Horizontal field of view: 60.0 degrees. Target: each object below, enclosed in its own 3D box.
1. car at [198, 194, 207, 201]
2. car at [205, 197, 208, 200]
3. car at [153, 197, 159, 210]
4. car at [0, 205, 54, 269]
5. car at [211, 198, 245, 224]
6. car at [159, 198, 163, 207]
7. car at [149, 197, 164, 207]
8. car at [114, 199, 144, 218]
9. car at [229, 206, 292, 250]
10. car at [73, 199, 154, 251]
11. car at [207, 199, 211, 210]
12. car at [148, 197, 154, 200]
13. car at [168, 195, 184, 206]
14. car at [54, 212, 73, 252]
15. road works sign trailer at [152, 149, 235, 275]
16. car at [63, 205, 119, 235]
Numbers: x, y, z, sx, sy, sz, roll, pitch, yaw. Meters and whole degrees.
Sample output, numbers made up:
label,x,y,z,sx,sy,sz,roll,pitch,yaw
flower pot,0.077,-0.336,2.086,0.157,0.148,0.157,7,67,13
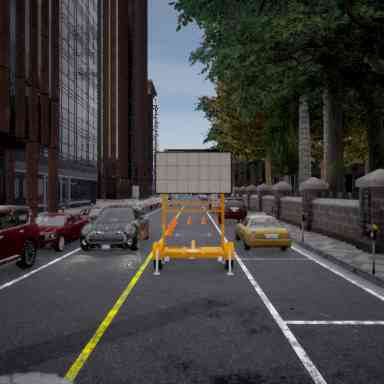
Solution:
label,x,y,z,sx,sy,sz,roll,pitch,yaw
car,3.131,1.490,84.056,1.967,1.590,4.097,0,0,0
car,2.943,1.581,41.174,1.947,1.339,4.313,0,0,0
car,-5.582,1.560,41.209,1.887,1.381,4.507,0,0,0
car,-5.725,1.315,8.467,2.192,1.841,5.009,0,0,0
car,2.871,1.322,24.804,2.192,1.841,5.009,0,0,0
car,-5.558,1.459,46.667,1.967,1.590,4.097,0,0,0
car,-5.535,1.548,51.953,1.752,1.417,4.829,0,0,0
car,-5.630,1.450,30.295,1.967,1.590,4.097,0,0,0
car,2.824,1.527,14.061,1.752,1.417,4.829,0,0,0
car,-3.038,1.353,14.004,2.097,1.767,4.553,0,0,0
car,2.920,1.538,35.887,1.752,1.417,4.829,0,0,0
car,-5.606,1.563,35.752,2.008,1.369,4.403,0,0,0
car,-2.757,1.572,55.049,2.033,1.411,5.357,0,0,0
car,-5.701,1.546,13.924,1.887,1.381,4.507,0,0,0
road works sign trailer,0.046,0.465,10.451,2.380,3.560,2.880,0,0,0
car,-5.678,1.549,19.381,1.887,1.381,4.507,0,0,0
